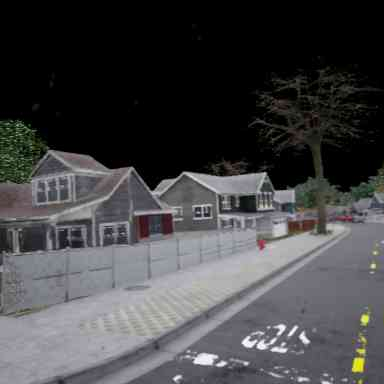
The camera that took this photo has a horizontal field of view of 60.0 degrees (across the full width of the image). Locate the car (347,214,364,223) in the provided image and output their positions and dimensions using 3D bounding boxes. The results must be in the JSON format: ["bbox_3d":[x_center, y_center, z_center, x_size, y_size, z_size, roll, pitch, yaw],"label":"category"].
[{"bbox_3d":[36.522,6.190,73.496,2.033,1.411,5.357,-5,-6,15],"label":"car"}]

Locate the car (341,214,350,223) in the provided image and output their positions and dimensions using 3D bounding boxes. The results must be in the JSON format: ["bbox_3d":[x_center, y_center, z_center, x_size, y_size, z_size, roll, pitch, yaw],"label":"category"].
[{"bbox_3d":[39.160,6.650,83.717,2.150,2.045,5.566,-4,-6,12],"label":"car"}]
